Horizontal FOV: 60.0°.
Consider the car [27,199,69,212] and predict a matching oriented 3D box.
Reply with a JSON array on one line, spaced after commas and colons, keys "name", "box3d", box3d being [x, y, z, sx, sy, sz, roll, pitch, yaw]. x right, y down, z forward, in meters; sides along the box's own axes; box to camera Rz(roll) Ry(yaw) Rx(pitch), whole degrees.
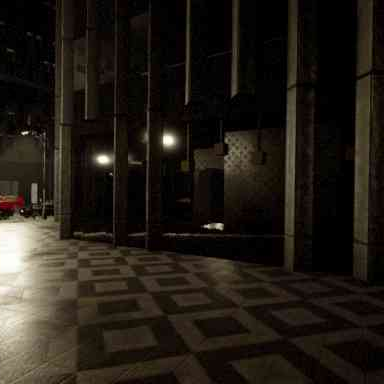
[{"name": "car", "box3d": [-17.566, 1.633, 40.761, 1.947, 1.339, 4.313, 1, 0, 35]}]

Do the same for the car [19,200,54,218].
[{"name": "car", "box3d": [-13.865, 1.741, 31.226, 1.947, 1.339, 4.313, 1, 0, 35]}]

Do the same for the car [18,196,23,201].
[{"name": "car", "box3d": [-20.818, 1.353, 36.152, 2.192, 1.841, 5.009, 1, 0, 35]}]

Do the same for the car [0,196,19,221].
[{"name": "car", "box3d": [-17.118, 1.462, 26.616, 2.192, 1.841, 5.009, 1, 0, 35]}]
